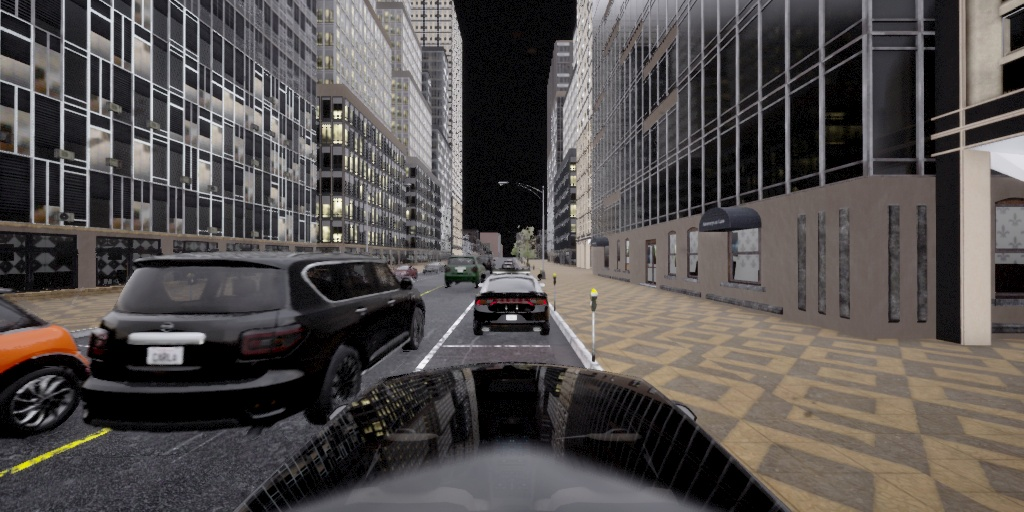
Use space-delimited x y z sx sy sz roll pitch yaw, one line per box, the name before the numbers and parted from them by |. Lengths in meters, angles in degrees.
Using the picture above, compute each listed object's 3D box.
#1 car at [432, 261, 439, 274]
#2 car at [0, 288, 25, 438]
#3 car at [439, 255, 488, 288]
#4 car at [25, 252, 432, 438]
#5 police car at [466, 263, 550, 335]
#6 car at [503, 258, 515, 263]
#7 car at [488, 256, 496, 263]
car | -8.836 1.286 40.419 2.007 1.370 4.403 0 0 0
car | -6.244 1.102 2.387 2.097 1.767 4.553 0 0 0
car | -3.035 0.967 23.933 2.150 2.045 5.566 0 0 0
car | -3.048 0.971 5.835 2.150 2.045 5.566 0 0 0
police car | -0.012 1.174 10.609 1.930 1.638 5.238 0 0 0
car | -0.455 1.298 46.099 1.948 1.339 4.313 0 0 0
car | -3.145 0.957 41.658 2.150 2.045 5.566 0 0 0
